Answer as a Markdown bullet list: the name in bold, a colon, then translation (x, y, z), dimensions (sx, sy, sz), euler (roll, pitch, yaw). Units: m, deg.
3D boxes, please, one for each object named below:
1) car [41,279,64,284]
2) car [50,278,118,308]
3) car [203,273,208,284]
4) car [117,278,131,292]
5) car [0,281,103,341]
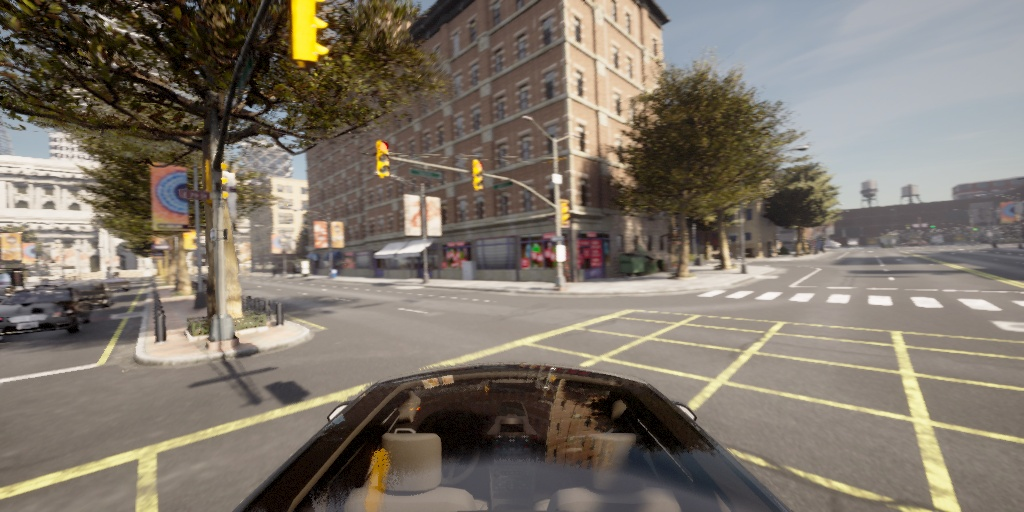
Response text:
- **car**: translation (-40.074, 2.831, 31.470), dimensions (2.128, 1.511, 4.902), euler (-2, 0, -45)
- **car**: translation (-24.077, 2.210, 20.320), dimensions (1.837, 1.490, 4.892), euler (-2, 0, -45)
- **car**: translation (-38.219, 2.784, 45.923), dimensions (4.674, 1.442, 1.812), euler (-2, 0, 45)
- **car**: translation (-38.787, 2.833, 35.157), dimensions (2.033, 1.411, 5.357), euler (-2, 0, -45)
- **car**: translation (-16.278, 1.887, 12.511), dimensions (2.128, 1.511, 4.902), euler (-2, 0, -45)
